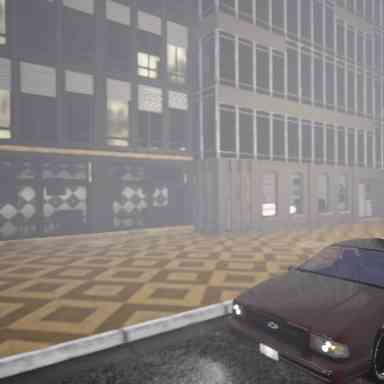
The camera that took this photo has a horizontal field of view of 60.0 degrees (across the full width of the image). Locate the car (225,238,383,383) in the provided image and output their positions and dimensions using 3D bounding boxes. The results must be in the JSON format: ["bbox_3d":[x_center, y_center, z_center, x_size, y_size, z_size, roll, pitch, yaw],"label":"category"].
[{"bbox_3d":[3.101,1.540,5.562,5.357,1.411,2.033,0,0,-35],"label":"car"}]
